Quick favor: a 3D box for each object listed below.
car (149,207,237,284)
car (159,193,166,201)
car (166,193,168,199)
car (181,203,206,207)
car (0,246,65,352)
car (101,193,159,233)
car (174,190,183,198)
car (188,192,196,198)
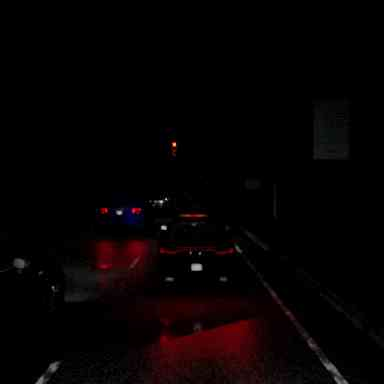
[{"bbox_3d":[0.099,1.407,9.438,1.882,1.535,5.008,0,0,0],"label":"car"},{"bbox_3d":[-7.010,1.000,67.956,1.837,1.490,4.892,0,1,0],"label":"car"},{"bbox_3d":[-7.011,0.922,83.762,2.033,1.411,5.357,0,0,0],"label":"car"},{"bbox_3d":[0.098,1.351,18.937,2.128,1.511,4.902,0,0,0],"label":"car"},{"bbox_3d":[-3.401,1.319,4.327,2.097,1.767,4.553,0,0,0],"label":"car"},{"bbox_3d":[-3.423,1.081,18.678,2.150,2.045,5.566,0,0,1],"label":"car"},{"bbox_3d":[-3.511,0.583,86.429,2.150,2.045,5.566,0,0,0],"label":"car"},{"bbox_3d":[-0.011,0.711,86.753,2.097,1.767,4.553,0,0,0],"label":"car"}]
